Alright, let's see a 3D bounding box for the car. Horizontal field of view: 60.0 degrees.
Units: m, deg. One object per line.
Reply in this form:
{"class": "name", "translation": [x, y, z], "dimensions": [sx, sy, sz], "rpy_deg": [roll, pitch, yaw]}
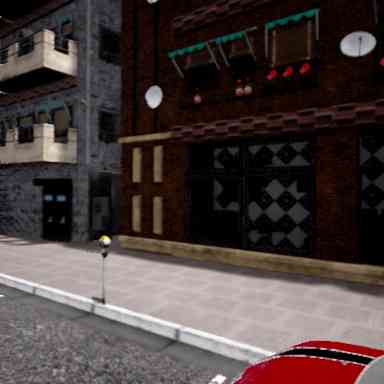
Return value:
{"class": "car", "translation": [1.807, 1.438, 1.424], "dimensions": [4.097, 1.590, 1.967], "rpy_deg": [0, 1, 35]}
